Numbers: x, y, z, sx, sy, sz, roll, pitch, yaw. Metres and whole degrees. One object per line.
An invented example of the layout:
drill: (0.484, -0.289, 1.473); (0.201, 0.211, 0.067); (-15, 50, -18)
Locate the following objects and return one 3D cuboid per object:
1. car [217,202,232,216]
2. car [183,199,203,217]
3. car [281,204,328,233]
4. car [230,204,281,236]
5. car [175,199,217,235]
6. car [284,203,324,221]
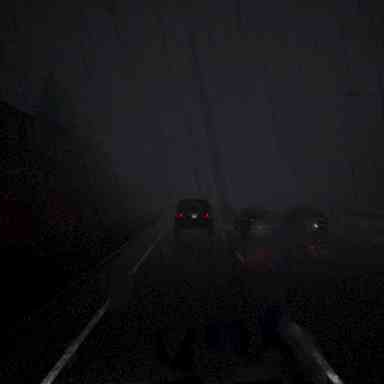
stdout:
car: (3.640, 1.867, 37.320); (2.128, 1.511, 4.902); (0, -1, 0)
car: (0.139, 1.724, 37.064); (2.097, 1.767, 4.553); (0, -1, 0)
car: (7.122, 1.723, 21.494); (1.837, 1.490, 4.892); (0, -1, 0)
car: (3.621, 1.707, 19.943); (1.837, 1.490, 4.892); (0, -1, 0)
car: (0.121, 1.426, 20.304); (2.150, 2.045, 5.566); (0, -1, 0)
car: (10.634, 1.871, 31.985); (2.033, 1.411, 5.357); (0, -1, 0)
